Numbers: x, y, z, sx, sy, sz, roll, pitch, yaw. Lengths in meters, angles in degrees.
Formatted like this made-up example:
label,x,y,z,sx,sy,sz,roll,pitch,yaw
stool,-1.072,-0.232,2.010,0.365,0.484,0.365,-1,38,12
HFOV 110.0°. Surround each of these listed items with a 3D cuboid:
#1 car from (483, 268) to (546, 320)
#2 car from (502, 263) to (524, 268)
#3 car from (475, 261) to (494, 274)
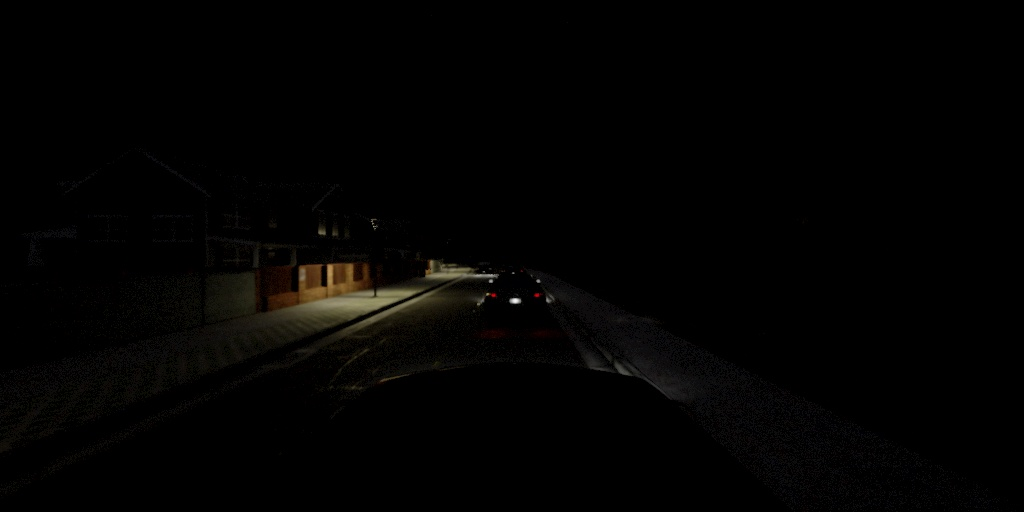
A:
label,x,y,z,sx,sy,sz,roll,pitch,yaw
car,0.099,1.305,12.675,1.994,1.385,4.181,0,0,0
car,0.087,1.290,29.354,1.994,1.385,4.181,0,0,0
car,-3.016,1.263,40.078,2.033,1.411,5.357,0,0,-2
